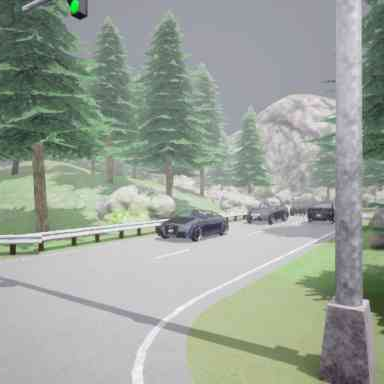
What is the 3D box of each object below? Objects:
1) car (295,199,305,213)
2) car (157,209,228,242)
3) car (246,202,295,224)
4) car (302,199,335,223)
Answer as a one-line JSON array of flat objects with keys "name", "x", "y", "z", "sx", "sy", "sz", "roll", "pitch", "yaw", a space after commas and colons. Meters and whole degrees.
[{"name": "car", "x": 11.227, "y": 1.520, "z": 33.591, "sx": 1.837, "sy": 1.490, "sz": 4.892, "roll": 0, "pitch": 0, "yaw": 27}, {"name": "car", "x": 0.158, "y": 1.579, "z": 16.740, "sx": 1.994, "sy": 1.385, "sz": 4.181, "roll": 0, "pitch": 0, "yaw": 34}, {"name": "car", "x": 5.725, "y": 1.507, "z": 24.981, "sx": 2.128, "sy": 1.511, "sz": 4.902, "roll": 0, "pitch": 0, "yaw": 34}, {"name": "car", "x": 10.221, "y": 1.542, "z": 25.215, "sx": 1.882, "sy": 1.535, "sz": 5.008, "roll": 0, "pitch": -1, "yaw": 34}]
